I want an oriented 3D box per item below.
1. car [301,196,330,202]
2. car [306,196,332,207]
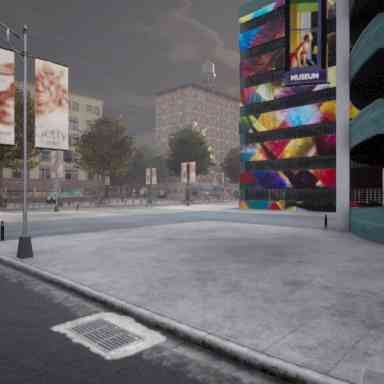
[{"bbox_3d":[14.246,1.320,39.325,2.002,1.452,4.674,0,0,43],"label":"car"},{"bbox_3d":[19.561,1.413,51.051,2.161,1.482,4.786,0,0,43],"label":"car"}]
